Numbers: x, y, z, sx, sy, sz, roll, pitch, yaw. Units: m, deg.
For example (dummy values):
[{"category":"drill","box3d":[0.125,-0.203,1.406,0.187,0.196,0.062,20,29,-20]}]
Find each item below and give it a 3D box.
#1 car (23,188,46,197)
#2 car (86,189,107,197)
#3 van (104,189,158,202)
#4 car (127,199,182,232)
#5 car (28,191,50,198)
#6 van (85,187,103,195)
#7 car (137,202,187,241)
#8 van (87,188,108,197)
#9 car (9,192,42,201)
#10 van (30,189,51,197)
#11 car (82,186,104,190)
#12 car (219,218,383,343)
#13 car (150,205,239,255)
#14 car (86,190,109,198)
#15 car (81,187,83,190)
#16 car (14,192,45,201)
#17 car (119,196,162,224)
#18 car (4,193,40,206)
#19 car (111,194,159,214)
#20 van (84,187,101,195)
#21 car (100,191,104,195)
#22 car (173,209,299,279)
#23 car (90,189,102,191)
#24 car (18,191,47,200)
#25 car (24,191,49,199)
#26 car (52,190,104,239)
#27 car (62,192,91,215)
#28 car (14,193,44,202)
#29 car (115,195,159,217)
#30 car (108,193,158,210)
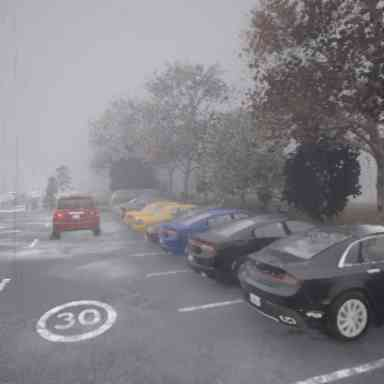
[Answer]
[{"category":"car","box3d":[-29.374,0.928,58.534,5.566,2.045,2.435,-2,2,-19]},{"category":"car","box3d":[-22.613,0.250,78.658,4.792,1.488,2.163,-2,2,-19]},{"category":"van","box3d":[-5.202,0.787,29.631,4.442,1.987,1.878,-3,2,-20]},{"category":"car","box3d":[-0.266,1.268,16.578,5.366,1.575,1.946,-2,2,-19]},{"category":"car","box3d":[-37.686,0.506,82.083,4.792,1.488,2.163,-2,2,-19]},{"category":"van","box3d":[-26.182,-0.268,88.997,4.442,1.987,1.878,-2,2,-19]},{"category":"car","box3d":[0.414,1.335,14.003,4.792,1.488,2.163,-2,1,-19]},{"category":"van","box3d":[-21.613,0.070,76.065,4.442,1.987,1.878,-2,2,-19]},{"category":"car","box3d":[-28.465,1.265,55.921,5.008,1.535,2.097,-2,2,-19]},{"category":"van","box3d":[-38.535,0.188,84.722,4.442,1.987,1.878,-2,2,-19]},{"category":"car","box3d":[-19.809,0.218,70.698,5.566,2.045,2.435,-2,2,-19]},{"category":"car","box3d":[3.253,1.325,5.992,4.892,1.521,2.231,-2,1,-19]},{"category":"car","box3d":[1.362,1.319,11.377,5.008,1.535,2.097,-2,1,-19]},{"category":"car","box3d":[-20.779,0.416,73.300,4.792,1.488,2.163,-2,2,-19]},{"category":"car","box3d":[-25.359,0.022,86.357,5.008,1.535,2.097,-2,2,-19]},{"category":"car","box3d":[-32.345,0.930,66.322,5.366,1.575,1.946,-2,2,-19]},{"category":"car","box3d":[-1.194,1.229,19.215,5.366,1.575,1.946,-2,2,-19]},{"category":"car","box3d":[-27.572,1.380,53.294,4.792,1.488,2.163,-2,2,-19]},{"category":"car","box3d":[-3.260,1.172,24.535,4.674,1.452,2.002,-2,2,-19]},{"category":"van","box3d":[-27.325,-0.320,91.531,4.442,1.987,1.878,-2,2,-19]},{"category":"car","box3d":[-14.339,0.973,55.151,5.008,1.535,2.097,-2,2,-19]},{"category":"car","box3d":[2.287,1.326,8.745,5.008,1.535,2.097,-2,1,-19]},{"category":"car","box3d":[-15.231,0.762,57.769,4.553,1.767,2.185,-2,2,-19]},{"category":"car","box3d":[-34.235,0.759,71.668,5.366,1.575,1.946,-2,2,-19]},{"category":"car","box3d":[-35.871,0.609,76.837,4.892,1.521,2.231,-2,2,-19]},{"category":"car","box3d":[-6.114,1.154,17.634,2.150,2.045,5.566,-2,2,-19]},{"category":"car","box3d":[-10.700,0.986,31.117,2.097,1.767,4.553,-2,2,-15]},{"category":"car","box3d":[-31.239,1.012,63.770,4.892,1.521,2.231,-2,2,-19]},{"category":"car","box3d":[-2.268,1.220,21.797,4.792,1.488,2.163,-2,2,-19]},{"category":"car","box3d":[-4.185,1.107,27.161,4.674,1.452,2.002,-2,2,-19]}]
